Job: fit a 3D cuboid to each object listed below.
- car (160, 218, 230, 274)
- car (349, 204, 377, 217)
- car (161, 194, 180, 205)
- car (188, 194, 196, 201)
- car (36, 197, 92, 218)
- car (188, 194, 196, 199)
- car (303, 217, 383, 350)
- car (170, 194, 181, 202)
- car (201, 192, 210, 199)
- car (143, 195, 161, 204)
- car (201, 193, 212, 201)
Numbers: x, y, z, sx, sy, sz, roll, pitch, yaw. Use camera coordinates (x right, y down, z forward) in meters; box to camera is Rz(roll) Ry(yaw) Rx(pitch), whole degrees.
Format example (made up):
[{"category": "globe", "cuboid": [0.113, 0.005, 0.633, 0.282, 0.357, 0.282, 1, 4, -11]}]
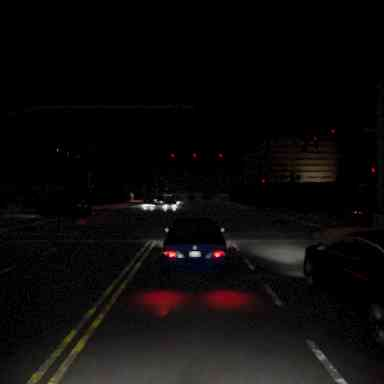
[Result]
[{"category": "car", "cuboid": [0.083, 1.510, 10.355, 2.033, 1.411, 5.357, 0, 0, 0]}, {"category": "car", "cuboid": [13.831, 1.467, 22.881, 5.357, 1.411, 2.033, 0, 0, 3]}, {"category": "car", "cuboid": [-3.560, 1.406, 55.325, 1.895, 1.301, 4.718, 0, 0, 0]}, {"category": "car", "cuboid": [0.005, 1.265, 75.855, 2.033, 1.411, 5.357, 0, 0, 0]}, {"category": "car", "cuboid": [-11.175, 1.250, 28.921, 4.553, 1.767, 2.097, 0, 0, 13]}, {"category": "car", "cuboid": [0.005, 1.123, 86.128, 1.994, 1.385, 4.181, 0, 0, 0]}, {"category": "car", "cuboid": [3.563, 1.470, 6.109, 2.128, 1.511, 4.902, 0, 0, 0]}, {"category": "car", "cuboid": [-3.496, 1.276, 70.875, 2.128, 1.511, 4.902, 0, 0, 0]}, {"category": "car", "cuboid": [3.505, 0.926, 86.099, 2.097, 1.767, 4.553, 0, 0, 0]}, {"category": "car", "cuboid": [-7.057, 1.295, 56.046, 2.128, 1.511, 4.902, 0, 0, 0]}, {"category": "car", "cuboid": [3.505, 1.077, 76.144, 2.097, 1.767, 4.553, 0, 0, 0]}]
